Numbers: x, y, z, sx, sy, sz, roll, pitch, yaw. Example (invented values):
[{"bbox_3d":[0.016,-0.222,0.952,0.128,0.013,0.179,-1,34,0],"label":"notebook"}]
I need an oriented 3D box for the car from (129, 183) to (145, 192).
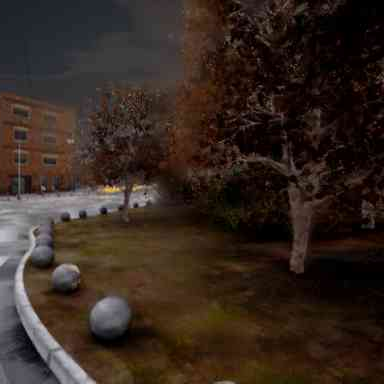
[{"bbox_3d":[-11.234,-0.752,58.790,1.946,1.575,5.366,1,4,29],"label":"car"}]

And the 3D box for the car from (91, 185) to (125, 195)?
[{"bbox_3d":[-13.917,-0.407,53.974,1.946,1.575,5.366,1,4,29],"label":"car"}]

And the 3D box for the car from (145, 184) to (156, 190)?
[{"bbox_3d":[-8.560,-1.095,63.612,1.946,1.575,5.366,1,4,29],"label":"car"}]
